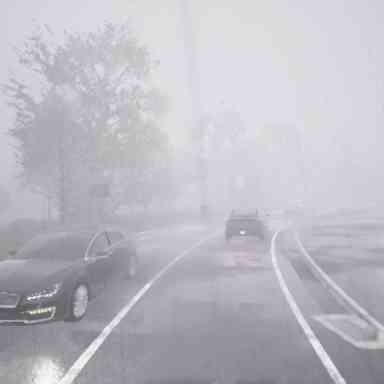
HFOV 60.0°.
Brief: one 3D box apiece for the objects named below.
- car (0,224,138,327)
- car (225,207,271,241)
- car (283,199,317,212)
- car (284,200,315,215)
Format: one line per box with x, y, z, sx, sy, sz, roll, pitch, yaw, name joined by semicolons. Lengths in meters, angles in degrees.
-2.640;1.546;7.431;1.837;1.490;4.892;-1;0;8;car
2.882;1.548;17.112;1.837;1.490;4.892;-2;0;15;car
14.231;1.704;43.603;2.033;1.411;5.357;-5;-3;43;car
10.628;1.548;33.469;1.812;1.442;4.674;-4;-2;33;car
